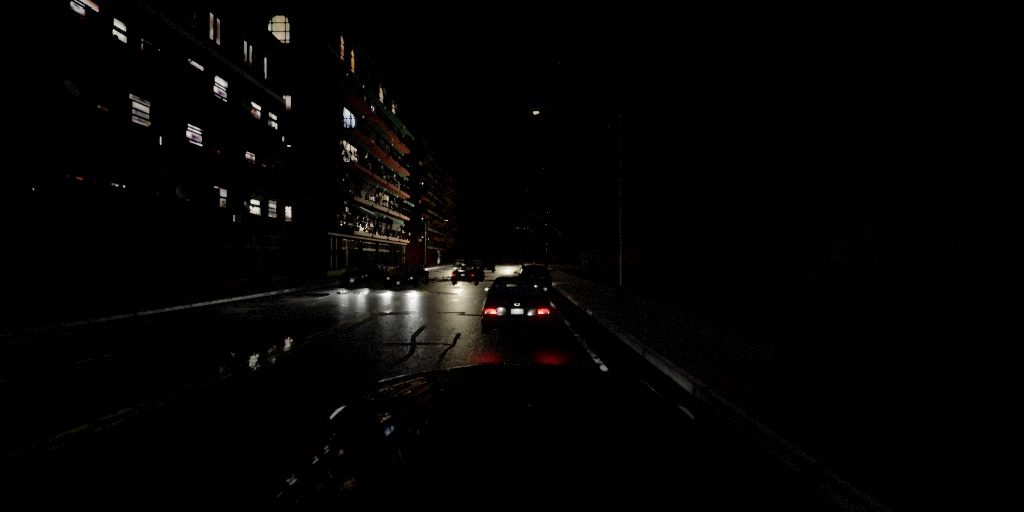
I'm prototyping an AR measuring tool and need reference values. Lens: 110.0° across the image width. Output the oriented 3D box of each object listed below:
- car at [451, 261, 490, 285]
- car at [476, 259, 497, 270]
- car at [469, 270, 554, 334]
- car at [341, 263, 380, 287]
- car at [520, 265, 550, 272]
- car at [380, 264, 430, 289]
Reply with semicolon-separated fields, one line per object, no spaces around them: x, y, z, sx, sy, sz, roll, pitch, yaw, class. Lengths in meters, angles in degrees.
-3.115;1.299;26.133;2.033;1.411;5.357;0;0;3;car
-3.057;1.254;44.750;1.837;1.490;4.892;0;0;0;car
0.120;1.299;10.595;2.033;1.411;5.357;0;0;0;car
-9.802;1.243;24.434;2.128;1.511;4.902;0;0;0;car
1.177;1.257;20.283;1.837;1.490;4.892;0;0;0;car
-6.554;1.277;22.991;1.812;1.442;4.674;0;0;0;car
